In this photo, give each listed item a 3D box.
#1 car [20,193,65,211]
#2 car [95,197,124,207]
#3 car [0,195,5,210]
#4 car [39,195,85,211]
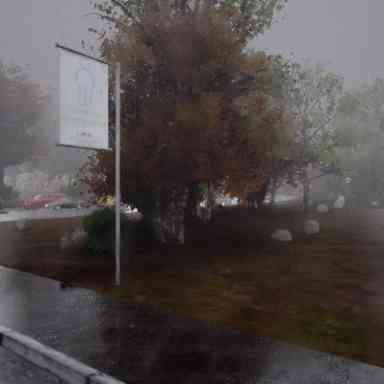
[{"bbox_3d":[-18.608,1.211,42.143,2.150,2.045,5.566,0,0,38],"label":"car"},{"bbox_3d":[-12.309,1.434,50.188,1.882,1.535,5.008,0,0,38],"label":"car"},{"bbox_3d":[-21.604,1.221,32.786,2.150,2.045,5.566,0,0,39],"label":"car"},{"bbox_3d":[-15.421,1.480,40.535,2.128,1.511,4.902,0,0,38],"label":"car"}]
